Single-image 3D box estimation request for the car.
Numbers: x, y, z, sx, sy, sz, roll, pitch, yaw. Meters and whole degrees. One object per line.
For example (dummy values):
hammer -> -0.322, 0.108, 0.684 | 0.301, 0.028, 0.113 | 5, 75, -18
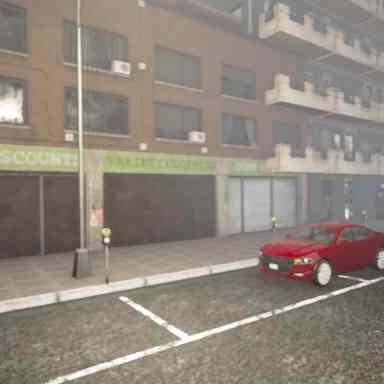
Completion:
car -> 3.787, 1.535, 9.272 | 4.507, 1.381, 1.887 | 0, -1, -35
